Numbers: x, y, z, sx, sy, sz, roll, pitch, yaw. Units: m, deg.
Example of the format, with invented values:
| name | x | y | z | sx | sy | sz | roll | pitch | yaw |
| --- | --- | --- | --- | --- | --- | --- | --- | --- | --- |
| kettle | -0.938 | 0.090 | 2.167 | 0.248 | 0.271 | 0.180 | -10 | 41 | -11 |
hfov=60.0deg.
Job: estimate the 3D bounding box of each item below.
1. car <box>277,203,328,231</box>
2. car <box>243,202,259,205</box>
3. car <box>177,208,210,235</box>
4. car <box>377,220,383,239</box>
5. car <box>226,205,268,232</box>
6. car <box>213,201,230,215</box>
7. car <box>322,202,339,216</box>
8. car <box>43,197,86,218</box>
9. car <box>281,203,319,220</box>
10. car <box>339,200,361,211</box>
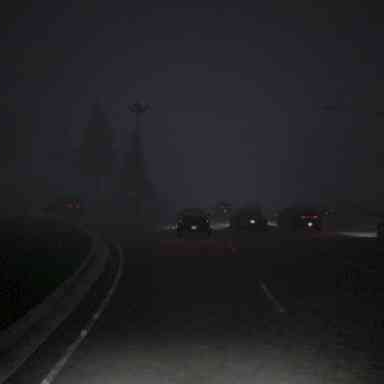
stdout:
| name | x | y | z | sx | sy | sz | roll | pitch | yaw |
| --- | --- | --- | --- | --- | --- | --- | --- | --- | --- |
| car | 7.099 | 1.706 | 22.411 | 1.837 | 1.490 | 4.892 | 0 | -1 | 0 |
| car | 7.086 | 1.881 | 39.620 | 1.812 | 1.442 | 4.674 | 0 | -1 | 0 |
| car | 0.100 | 1.705 | 19.869 | 1.812 | 1.442 | 4.674 | 0 | -1 | 0 |
| car | 10.600 | 1.644 | 15.449 | 1.837 | 1.490 | 4.892 | 0 | 0 | 0 |
| car | 3.600 | 1.760 | 21.782 | 1.994 | 1.385 | 4.181 | 0 | -1 | 0 |
| car | 3.600 | 1.852 | 38.639 | 1.837 | 1.490 | 4.892 | 0 | -1 | 0 |
| car | 14.100 | 1.933 | 37.031 | 1.895 | 1.301 | 4.718 | 0 | -1 | 0 |
| car | -13.085 | 1.528 | 34.060 | 5.566 | 2.045 | 2.150 | 0 | -1 | 41 |
| car | 10.599 | 1.845 | 33.187 | 2.033 | 1.411 | 5.357 | 0 | -1 | 0 |
| car | 22.120 | 1.961 | 48.545 | 1.812 | 1.442 | 4.674 | 0 | -1 | -44 |
